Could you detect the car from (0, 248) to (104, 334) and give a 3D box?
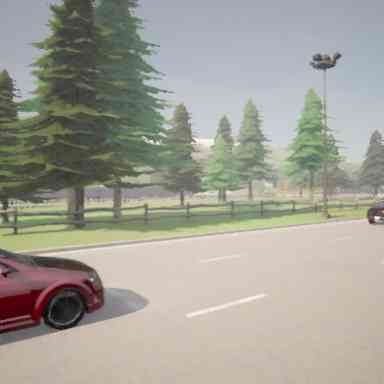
[{"bbox_3d":[-3.629,1.563,5.458,4.181,1.385,1.994,-1,0,-35],"label":"car"}]

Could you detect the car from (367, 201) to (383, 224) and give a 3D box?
[{"bbox_3d":[13.506,1.327,22.080,4.892,1.490,1.837,-1,1,-35],"label":"car"}]
